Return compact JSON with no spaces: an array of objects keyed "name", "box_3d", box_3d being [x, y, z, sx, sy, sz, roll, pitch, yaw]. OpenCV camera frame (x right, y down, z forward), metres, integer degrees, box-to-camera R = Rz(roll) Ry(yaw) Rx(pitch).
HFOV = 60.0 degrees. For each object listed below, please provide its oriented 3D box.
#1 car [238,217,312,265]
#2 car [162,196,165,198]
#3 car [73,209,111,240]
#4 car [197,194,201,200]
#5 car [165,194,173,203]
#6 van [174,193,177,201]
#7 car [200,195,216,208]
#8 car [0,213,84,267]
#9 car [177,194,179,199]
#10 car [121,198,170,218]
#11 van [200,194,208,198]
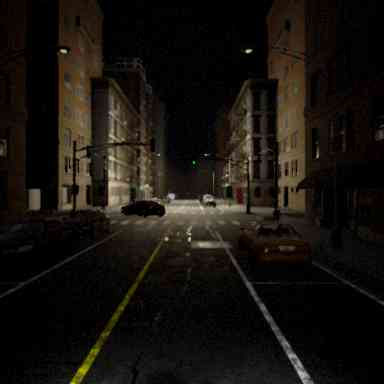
[{"name":"car","box_3d":[2.639,1.539,11.563,1.752,1.417,4.829,0,0,0]},{"name":"car","box_3d":[-5.393,1.577,49.185,1.752,1.417,4.829,0,0,0]},{"name":"car","box_3d":[-5.387,1.570,17.073,2.008,1.369,4.403,0,0,0]},{"name":"car","box_3d":[2.647,1.389,70.981,2.192,1.841,5.009,0,0,0]},{"name":"car","box_3d":[-5.408,1.508,65.574,1.967,1.590,4.097,0,0,0]},{"name":"van","box_3d":[-5.428,1.432,87.198,1.690,1.788,3.998,0,0,0]},{"name":"car","box_3d":[2.641,1.603,49.356,2.008,1.369,4.403,0,0,0]},{"name":"car","box_3d":[-5.387,1.595,11.392,1.802,1.307,4.206,0,0,0]},{"name":"car","box_3d":[-5.432,1.411,92.605,2.192,1.841,5.009,0,0,0]},{"name":"car","box_3d":[-4.500,1.495,30.126,1.882,1.535,5.008,2,-1,-43]},{"name":"van","box_3d":[2.643,1.398,54.763,1.690,1.788,3.998,0,0,0]}]
